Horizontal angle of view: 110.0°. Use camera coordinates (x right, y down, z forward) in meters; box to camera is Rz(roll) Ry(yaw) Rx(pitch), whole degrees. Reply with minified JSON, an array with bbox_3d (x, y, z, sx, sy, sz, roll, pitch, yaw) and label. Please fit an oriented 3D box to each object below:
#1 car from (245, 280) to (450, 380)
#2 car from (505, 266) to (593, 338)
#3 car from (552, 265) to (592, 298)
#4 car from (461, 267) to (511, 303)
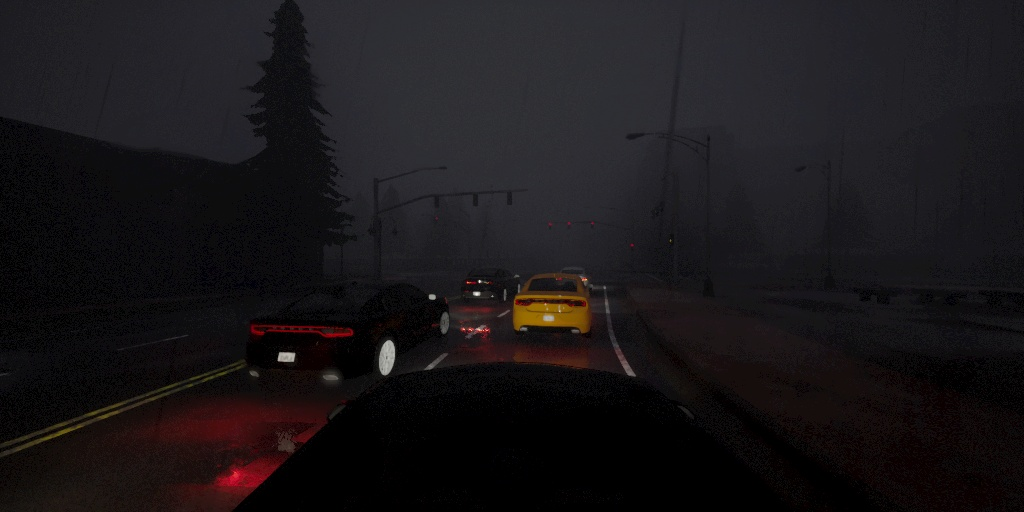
[{"bbox_3d":[-2.764,1.228,7.347,1.882,1.535,5.008,0,0,7],"label":"car"},{"bbox_3d":[1.301,1.228,10.377,1.882,1.535,5.008,0,0,11],"label":"car"},{"bbox_3d":[3.369,1.274,19.407,1.812,1.442,4.674,0,0,14],"label":"car"},{"bbox_3d":[-0.860,1.255,16.651,1.837,1.490,4.892,0,0,13],"label":"car"}]
